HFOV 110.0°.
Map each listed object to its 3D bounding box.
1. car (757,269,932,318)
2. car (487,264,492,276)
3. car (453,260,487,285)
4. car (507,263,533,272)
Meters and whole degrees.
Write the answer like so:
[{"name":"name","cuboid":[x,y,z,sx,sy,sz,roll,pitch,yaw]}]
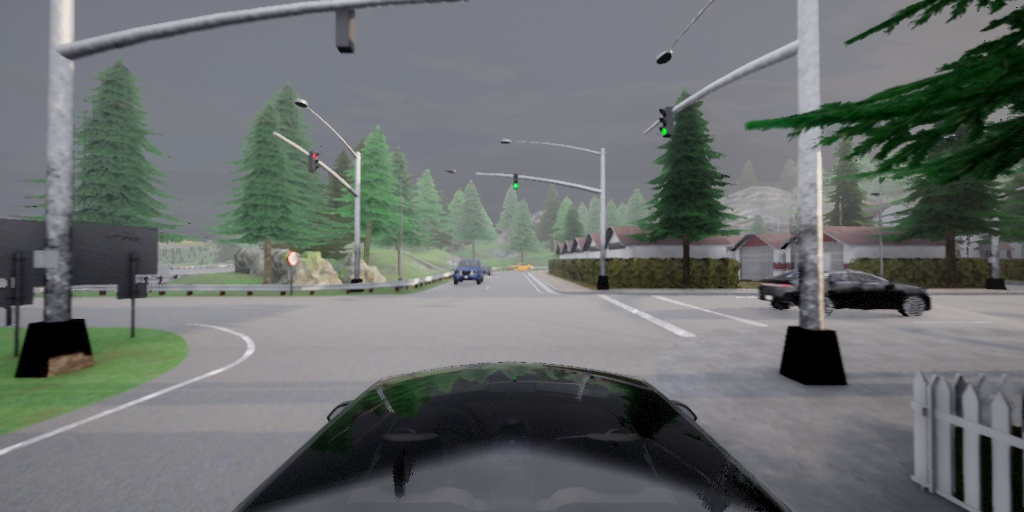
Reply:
[{"name":"car","cuboid":[10.989,1.173,12.010,4.902,1.511,2.128,0,-1,-1]},{"name":"car","cuboid":[-3.604,1.776,45.314,1.837,1.490,4.892,0,0,0]},{"name":"car","cuboid":[-3.624,1.319,30.665,2.150,2.045,5.566,0,-1,-1]},{"name":"car","cuboid":[1.359,1.983,62.983,5.008,1.535,1.882,0,-1,-37]}]
